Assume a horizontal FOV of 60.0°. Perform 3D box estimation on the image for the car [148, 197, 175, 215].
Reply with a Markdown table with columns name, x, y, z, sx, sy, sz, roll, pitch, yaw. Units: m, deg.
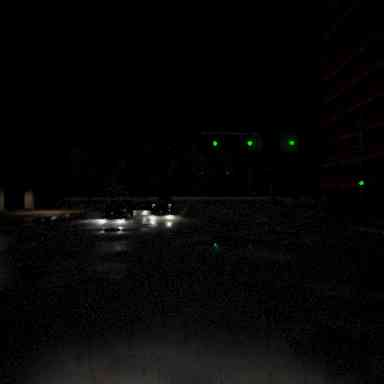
| name | x | y | z | sx | sy | sz | roll | pitch | yaw |
| --- | --- | --- | --- | --- | --- | --- | --- | --- | --- |
| car | -2.874 | 1.325 | 33.880 | 2.097 | 1.767 | 4.553 | 0 | 0 | 1 |

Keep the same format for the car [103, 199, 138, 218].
| name | x | y | z | sx | sy | sz | roll | pitch | yaw |
| --- | --- | --- | --- | --- | --- | --- | --- | --- | --- |
| car | -6.499 | 1.498 | 29.840 | 1.837 | 1.490 | 4.892 | 0 | 0 | 2 |

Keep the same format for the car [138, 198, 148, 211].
| name | x | y | z | sx | sy | sz | roll | pitch | yaw |
| --- | --- | --- | --- | --- | --- | --- | --- | --- | --- |
| car | -6.219 | 1.505 | 40.698 | 1.812 | 1.442 | 4.674 | 0 | 0 | 2 |
